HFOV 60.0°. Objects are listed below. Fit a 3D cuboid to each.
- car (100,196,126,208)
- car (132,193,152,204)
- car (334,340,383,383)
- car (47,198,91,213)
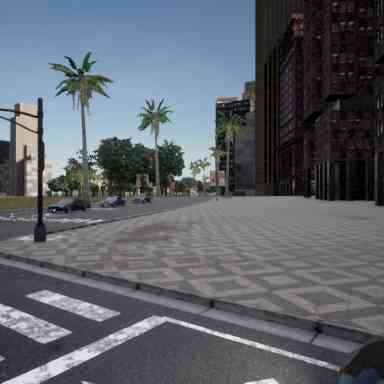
[{"bbox_3d":[-10.218,1.259,43.589,1.812,1.442,4.674,0,1,13],"label":"car"},{"bbox_3d":[-8.087,0.994,53.670,2.097,1.767,4.553,0,1,11],"label":"car"},{"bbox_3d":[3.181,1.505,1.441,4.892,1.490,1.837,0,0,34],"label":"car"},{"bbox_3d":[-12.444,1.362,34.196,2.033,1.411,5.357,0,0,14],"label":"car"}]
